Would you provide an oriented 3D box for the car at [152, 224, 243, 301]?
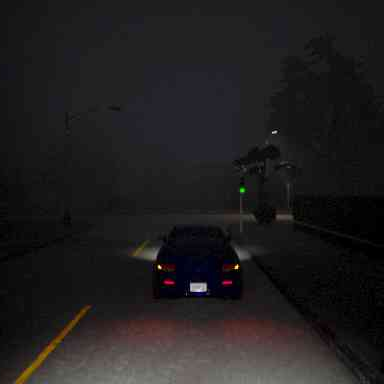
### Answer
[{"bbox_3d":[0.118,1.524,8.209,1.812,1.442,4.674,0,0,0],"label":"car"}]
